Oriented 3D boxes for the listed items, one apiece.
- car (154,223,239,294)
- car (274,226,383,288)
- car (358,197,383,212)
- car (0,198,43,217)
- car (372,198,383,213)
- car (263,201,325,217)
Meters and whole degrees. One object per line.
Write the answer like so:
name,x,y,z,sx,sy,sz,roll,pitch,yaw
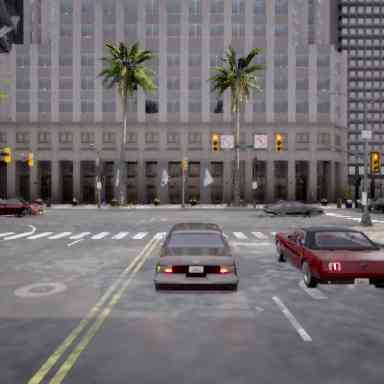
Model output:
car,0.099,1.546,8.950,2.033,1.411,5.357,0,0,0
car,3.646,1.599,9.216,1.895,1.301,4.718,0,0,2
car,21.412,1.344,37.784,4.553,1.767,2.097,0,0,0
car,-16.220,1.344,30.700,4.553,1.767,2.097,0,0,-1
car,21.677,1.594,34.281,4.718,1.301,1.895,0,0,0
car,9.288,1.541,30.645,5.357,1.411,2.033,0,0,0
